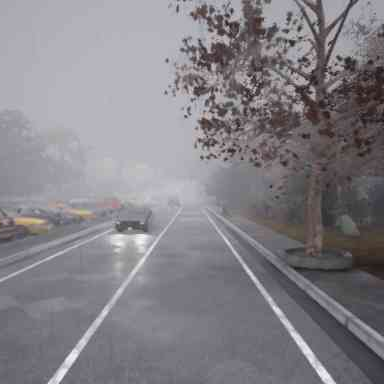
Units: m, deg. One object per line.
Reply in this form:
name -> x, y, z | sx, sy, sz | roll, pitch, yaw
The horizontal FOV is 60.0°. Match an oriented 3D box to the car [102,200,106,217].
car -> -10.267, 1.662, 28.459 | 4.792, 1.488, 2.163 | 0, 0, 0

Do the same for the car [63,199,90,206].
car -> -23.323, 2.133, 67.326 | 4.792, 1.488, 2.163 | 0, -1, 0

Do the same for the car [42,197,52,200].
car -> -23.393, 1.826, 47.814 | 4.792, 1.488, 2.163 | 0, -1, 0

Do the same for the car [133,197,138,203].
car -> -10.280, 1.767, 45.117 | 4.892, 1.521, 2.231 | 0, -1, 0

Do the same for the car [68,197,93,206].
car -> -23.383, 2.021, 69.974 | 4.553, 1.767, 2.185 | 0, -1, 0

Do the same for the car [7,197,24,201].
car -> -23.374, 1.714, 39.638 | 5.008, 1.535, 2.097 | 0, 0, 0

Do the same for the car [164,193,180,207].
car -> -3.438, 1.691, 62.166 | 2.150, 2.045, 5.566 | 0, -1, 0

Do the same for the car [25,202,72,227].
car -> -10.294, 1.571, 20.131 | 4.892, 1.521, 2.231 | 0, 0, 0

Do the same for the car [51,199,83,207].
car -> -23.170, 2.011, 61.787 | 5.366, 1.575, 1.946 | 0, -1, 0

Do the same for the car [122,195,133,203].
car -> -10.319, 1.613, 42.338 | 4.553, 1.767, 2.185 | 0, -1, 0

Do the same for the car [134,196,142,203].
car -> -10.470, 1.796, 47.884 | 5.366, 1.575, 1.946 | 0, -1, 0

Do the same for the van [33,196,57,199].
van -> -23.479, 1.609, 50.589 | 4.442, 1.987, 1.878 | 0, -1, 0

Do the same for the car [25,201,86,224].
car -> -10.305, 1.592, 22.907 | 4.892, 1.521, 2.231 | 0, 0, 0

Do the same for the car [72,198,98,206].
car -> -23.345, 2.191, 72.743 | 5.008, 1.535, 2.097 | 0, -1, 0

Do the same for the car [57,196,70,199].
car -> -23.388, 1.673, 56.252 | 5.566, 2.045, 2.435 | 0, -1, 0

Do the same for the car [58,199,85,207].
car -> -23.352, 2.099, 64.556 | 4.674, 1.452, 2.002 | 0, -1, 0

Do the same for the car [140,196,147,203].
car -> -10.097, 1.833, 50.536 | 5.366, 1.575, 1.946 | 0, -1, 0

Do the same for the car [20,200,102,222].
car -> -10.112, 1.608, 25.683 | 5.366, 1.575, 1.946 | 0, 0, 0

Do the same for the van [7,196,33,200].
van -> -23.259, 1.512, 42.425 | 4.442, 1.987, 1.878 | 0, -1, 0

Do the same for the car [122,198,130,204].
car -> -10.319, 1.745, 39.564 | 4.792, 1.488, 2.163 | 0, 0, 0

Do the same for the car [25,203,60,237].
car -> -10.117, 1.546, 17.355 | 5.366, 1.575, 1.946 | 0, 0, 0

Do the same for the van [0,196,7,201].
van -> -23.487, 1.468, 36.870 | 4.442, 1.987, 1.878 | 0, 0, 0

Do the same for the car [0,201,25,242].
car -> -10.272, 1.403, 14.580 | 4.553, 1.767, 2.185 | 0, 0, 0

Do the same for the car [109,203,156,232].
car -> -3.371, 1.619, 20.697 | 2.033, 1.411, 5.357 | 0, 0, 0

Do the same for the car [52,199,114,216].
car -> -10.265, 1.683, 31.235 | 4.792, 1.488, 2.163 | 0, 0, 0

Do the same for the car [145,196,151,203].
car -> -10.094, 1.922, 56.209 | 5.366, 1.575, 1.946 | 0, -1, 0

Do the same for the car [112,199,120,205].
car -> -10.263, 1.703, 34.011 | 4.792, 1.488, 2.163 | 0, 0, 0

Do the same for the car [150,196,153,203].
car -> -10.462, 2.012, 61.761 | 5.366, 1.575, 1.946 | 0, -1, 0

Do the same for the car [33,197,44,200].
car -> -23.395, 1.794, 45.175 | 4.792, 1.488, 2.163 | 0, -1, 0

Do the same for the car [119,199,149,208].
car -> -10.284, 1.971, 58.984 | 4.892, 1.521, 2.231 | 0, -1, 0

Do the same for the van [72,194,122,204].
van -> -10.407, 1.469, 36.789 | 4.442, 1.987, 1.878 | 0, 0, 0

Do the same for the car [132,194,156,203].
car -> -10.303, 1.809, 64.541 | 5.566, 2.045, 2.435 | 0, -1, 0

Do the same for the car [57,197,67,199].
car -> -23.333, 1.909, 53.479 | 4.792, 1.488, 2.163 | 0, -1, 0
